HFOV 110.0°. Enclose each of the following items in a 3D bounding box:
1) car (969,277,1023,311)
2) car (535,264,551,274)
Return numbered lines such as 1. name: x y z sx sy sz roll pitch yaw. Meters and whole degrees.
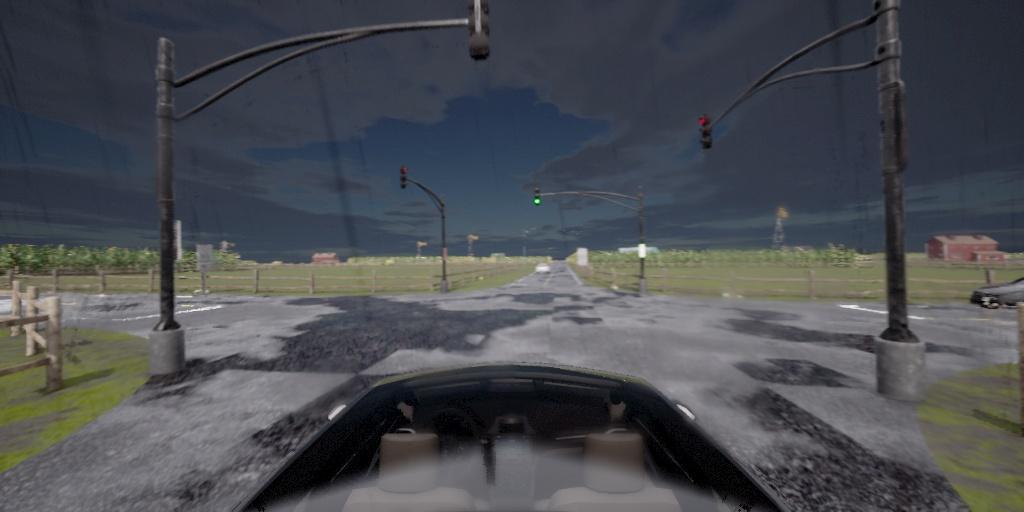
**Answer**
1. car: 19.893 1.349 12.910 4.892 1.490 1.837 0 -1 8
2. car: 4.384 1.803 50.950 1.812 1.442 4.674 -1 -1 8
